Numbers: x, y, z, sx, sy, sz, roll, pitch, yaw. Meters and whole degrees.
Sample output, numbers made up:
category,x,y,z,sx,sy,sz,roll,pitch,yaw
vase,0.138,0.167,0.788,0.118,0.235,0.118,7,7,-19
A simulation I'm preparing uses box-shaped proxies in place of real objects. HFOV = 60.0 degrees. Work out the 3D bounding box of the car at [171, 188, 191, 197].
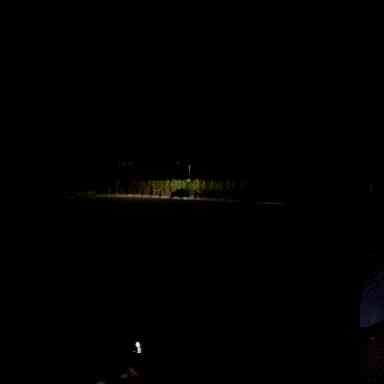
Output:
category,x,y,z,sx,sy,sz,roll,pitch,yaw
car,-2.395,0.053,71.307,2.097,1.767,4.553,0,1,-35

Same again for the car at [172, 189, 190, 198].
category,x,y,z,sx,sy,sz,roll,pitch,yaw
car,-2.358,0.432,65.225,1.812,1.442,4.674,0,1,-35

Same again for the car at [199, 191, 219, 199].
category,x,y,z,sx,sy,sz,roll,pitch,yaw
car,3.248,0.486,63.439,1.812,1.442,4.674,0,1,-35

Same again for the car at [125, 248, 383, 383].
category,x,y,z,sx,sy,sz,roll,pitch,yaw
car,1.902,1.531,4.422,5.357,1.411,2.033,0,0,-35

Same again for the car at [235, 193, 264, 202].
category,x,y,z,sx,sy,sz,roll,pitch,yaw
car,8.615,0.818,49.670,1.895,1.301,4.718,0,1,-35
